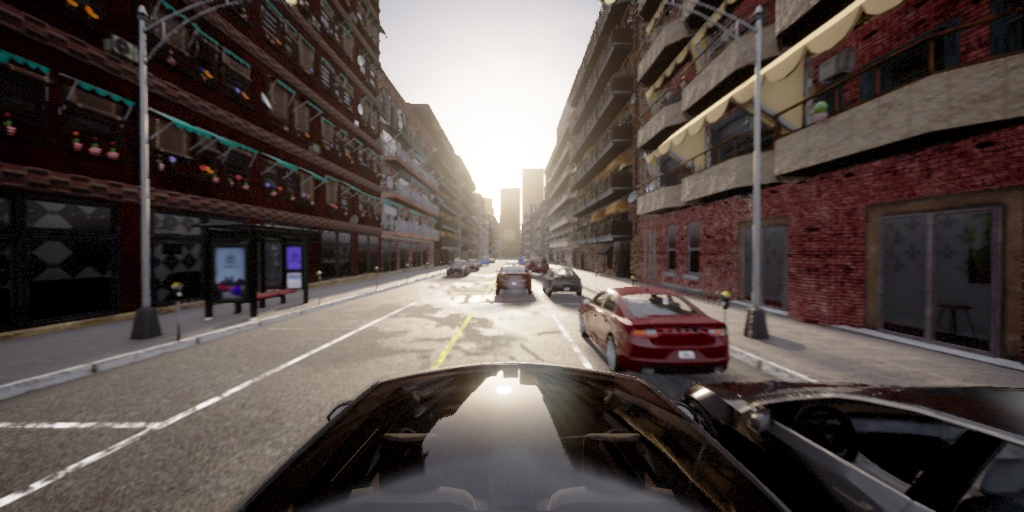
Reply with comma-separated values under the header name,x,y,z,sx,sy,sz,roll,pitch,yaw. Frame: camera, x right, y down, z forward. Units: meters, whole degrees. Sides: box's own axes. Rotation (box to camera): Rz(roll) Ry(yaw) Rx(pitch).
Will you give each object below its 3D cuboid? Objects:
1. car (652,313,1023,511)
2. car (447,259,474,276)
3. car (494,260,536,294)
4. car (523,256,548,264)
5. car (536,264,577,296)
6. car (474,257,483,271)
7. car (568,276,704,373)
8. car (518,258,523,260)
name,x,y,z,sx,sy,sz,roll,pitch,yaw
car,2.531,1.316,1.753,1.948,1.339,4.313,0,0,0
car,-5.318,1.155,35.972,1.967,1.591,4.097,0,0,0
car,0.099,1.208,20.142,1.882,1.535,5.008,0,0,0
car,2.552,1.030,35.739,2.192,1.841,5.009,0,0,0
car,2.530,1.282,18.746,2.007,1.370,4.403,0,0,0
car,-5.319,1.146,47.275,1.967,1.591,4.097,0,0,0
car,2.531,1.289,7.417,1.888,1.381,4.507,0,0,0
car,0.099,1.240,36.857,1.812,1.442,4.674,0,0,0
